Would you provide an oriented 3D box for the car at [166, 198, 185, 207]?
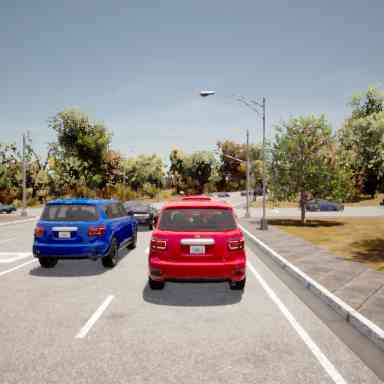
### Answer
[{"bbox_3d":[-2.627,1.702,54.676,1.994,1.385,4.181,0,0,14],"label":"car"}]

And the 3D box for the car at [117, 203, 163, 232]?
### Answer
[{"bbox_3d":[-3.168,1.536,21.367,2.128,1.511,4.902,0,0,1],"label":"car"}]

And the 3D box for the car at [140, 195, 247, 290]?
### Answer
[{"bbox_3d":[0.129,1.230,9.235,2.150,2.045,5.566,0,0,0],"label":"car"}]

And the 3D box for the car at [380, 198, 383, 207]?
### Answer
[{"bbox_3d":[27.040,1.034,42.247,5.566,2.045,2.150,-2,0,3],"label":"car"}]

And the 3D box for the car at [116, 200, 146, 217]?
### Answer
[{"bbox_3d":[-6.112,1.610,33.888,1.812,1.442,4.674,0,0,5],"label":"car"}]

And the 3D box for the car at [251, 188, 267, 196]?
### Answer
[{"bbox_3d":[17.566,-0.079,85.080,2.150,2.045,5.566,0,3,33],"label":"car"}]

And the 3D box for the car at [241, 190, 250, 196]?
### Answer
[{"bbox_3d":[14.251,0.262,86.364,2.128,1.511,4.902,0,3,33],"label":"car"}]

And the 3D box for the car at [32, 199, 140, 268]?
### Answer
[{"bbox_3d":[-3.353,1.235,11.514,2.150,2.045,5.566,0,0,1],"label":"car"}]

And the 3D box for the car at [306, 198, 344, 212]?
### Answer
[{"bbox_3d":[15.736,1.615,39.419,4.181,1.385,1.994,-1,0,4],"label":"car"}]

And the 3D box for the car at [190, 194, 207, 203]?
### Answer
[{"bbox_3d":[1.462,1.357,68.134,1.882,1.535,5.008,0,2,21],"label":"car"}]

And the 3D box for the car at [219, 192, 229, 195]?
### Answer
[{"bbox_3d":[7.595,0.730,81.769,1.994,1.385,4.181,0,3,28],"label":"car"}]

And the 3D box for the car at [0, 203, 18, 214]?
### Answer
[{"bbox_3d":[-22.992,1.815,38.057,5.357,1.411,2.033,-2,0,3],"label":"car"}]

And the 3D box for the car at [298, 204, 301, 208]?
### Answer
[{"bbox_3d":[16.264,1.562,42.894,4.892,1.490,1.837,-1,0,3],"label":"car"}]
